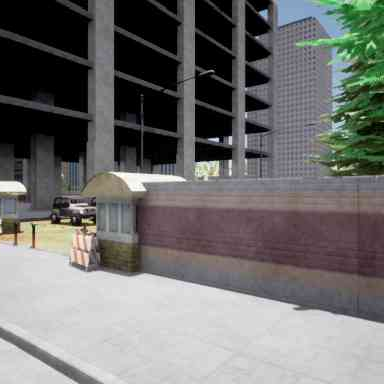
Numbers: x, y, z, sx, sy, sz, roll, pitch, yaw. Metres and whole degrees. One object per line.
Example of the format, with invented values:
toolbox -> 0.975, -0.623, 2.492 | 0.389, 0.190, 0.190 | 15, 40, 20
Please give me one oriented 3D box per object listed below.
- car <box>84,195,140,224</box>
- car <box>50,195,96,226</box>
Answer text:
car -> -5.842, 1.169, 24.119 | 3.866, 1.878, 1.905 | 0, 0, 38
car -> -7.641, 1.169, 21.792 | 3.866, 1.878, 1.905 | 0, 0, 38
